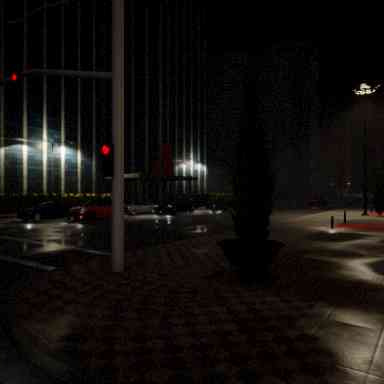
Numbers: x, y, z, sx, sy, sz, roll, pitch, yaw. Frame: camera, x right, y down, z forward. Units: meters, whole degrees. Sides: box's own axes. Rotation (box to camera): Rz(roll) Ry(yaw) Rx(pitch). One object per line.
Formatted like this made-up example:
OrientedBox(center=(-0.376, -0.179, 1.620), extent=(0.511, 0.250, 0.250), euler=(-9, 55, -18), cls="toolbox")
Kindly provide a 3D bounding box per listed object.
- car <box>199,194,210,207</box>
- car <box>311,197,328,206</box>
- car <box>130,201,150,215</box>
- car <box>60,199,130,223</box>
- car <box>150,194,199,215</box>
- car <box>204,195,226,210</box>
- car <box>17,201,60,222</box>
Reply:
OrientedBox(center=(0.539, 1.222, 43.485), extent=(2.150, 2.045, 5.566), euler=(0, 0, 35), cls="car")
OrientedBox(center=(20.488, 1.505, 53.430), extent=(1.837, 1.490, 4.892), euler=(0, 0, 35), cls="car")
OrientedBox(center=(-5.593, 1.601, 34.712), extent=(1.895, 1.301, 4.718), euler=(0, 0, 35), cls="car")
OrientedBox(center=(-7.420, 1.352, 25.965), extent=(2.097, 1.767, 4.553), euler=(0, 0, 35), cls="car")
OrientedBox(center=(-1.731, 1.352, 34.126), extent=(2.097, 1.767, 4.553), euler=(0, 0, 35), cls="car")
OrientedBox(center=(4.109, 1.492, 42.483), extent=(2.128, 1.511, 4.902), euler=(0, 0, 35), cls="car")
OrientedBox(center=(-11.255, 1.478, 26.586), extent=(1.882, 1.535, 5.008), euler=(0, 0, 35), cls="car")
